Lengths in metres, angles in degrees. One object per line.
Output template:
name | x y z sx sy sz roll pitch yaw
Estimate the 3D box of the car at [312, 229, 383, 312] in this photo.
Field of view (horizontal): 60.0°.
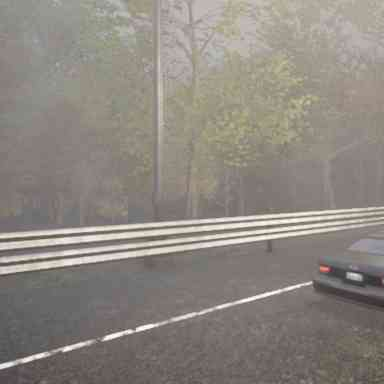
car | 4.852 1.499 7.229 5.357 1.411 2.033 0 0 -36
